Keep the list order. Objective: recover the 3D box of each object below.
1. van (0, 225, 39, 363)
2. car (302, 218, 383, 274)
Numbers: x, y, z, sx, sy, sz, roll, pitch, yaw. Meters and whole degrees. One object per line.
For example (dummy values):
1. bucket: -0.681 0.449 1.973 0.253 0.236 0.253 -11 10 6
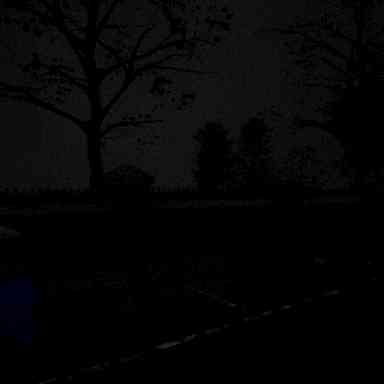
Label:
1. van: -3.904 1.348 3.777 3.998 1.788 1.690 0 0 -35
2. car: 5.271 1.501 10.309 4.313 1.339 1.947 0 0 -35
